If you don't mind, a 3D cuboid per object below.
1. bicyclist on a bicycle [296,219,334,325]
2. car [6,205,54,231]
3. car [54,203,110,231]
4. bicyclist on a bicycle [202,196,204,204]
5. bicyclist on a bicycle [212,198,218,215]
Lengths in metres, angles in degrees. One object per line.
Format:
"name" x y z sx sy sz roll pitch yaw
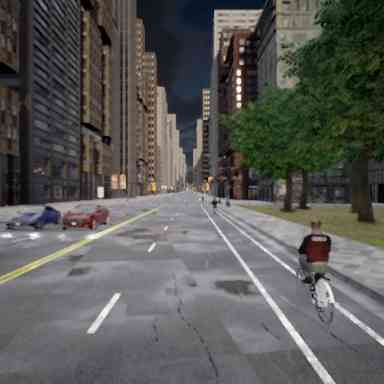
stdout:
"bicyclist on a bicycle" 2.247 1.379 6.242 0.659 1.776 1.843 0 0 0
"car" -9.863 1.555 21.165 1.812 1.442 4.674 0 0 0
"car" -6.623 1.507 21.143 1.882 1.535 5.008 0 0 0
"bicyclist on a bicycle" 2.223 1.649 68.055 0.582 1.620 1.656 1 0 0
"bicyclist on a bicycle" 2.229 1.426 32.828 0.659 1.776 1.843 0 0 0
